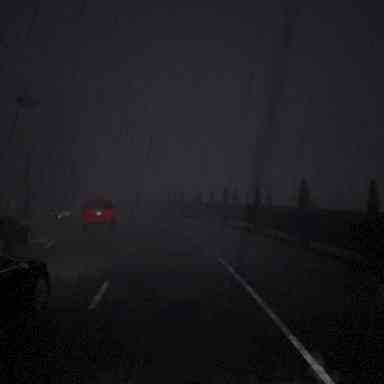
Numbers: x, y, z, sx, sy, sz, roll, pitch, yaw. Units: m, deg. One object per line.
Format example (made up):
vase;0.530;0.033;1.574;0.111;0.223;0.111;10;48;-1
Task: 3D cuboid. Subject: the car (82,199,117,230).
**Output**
car;-6.626;1.508;23.949;2.150;2.045;5.566;0;-1;-14

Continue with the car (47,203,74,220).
car;-12.857;1.999;32.531;1.895;1.301;4.718;0;-1;-19

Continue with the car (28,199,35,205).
car;-40.134;2.548;83.985;4.892;1.490;1.837;-1;-1;38

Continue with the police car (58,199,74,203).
police car;-27.380;2.302;72.074;1.930;1.638;5.238;0;-1;-42

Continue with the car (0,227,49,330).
car;-3.741;1.558;4.915;2.128;1.511;4.902;0;-1;-3

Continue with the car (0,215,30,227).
car;-8.162;1.681;13.683;1.837;1.490;4.892;0;-1;-8

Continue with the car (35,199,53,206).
car;-35.098;2.460;79.732;5.008;1.535;1.882;-1;-1;42
